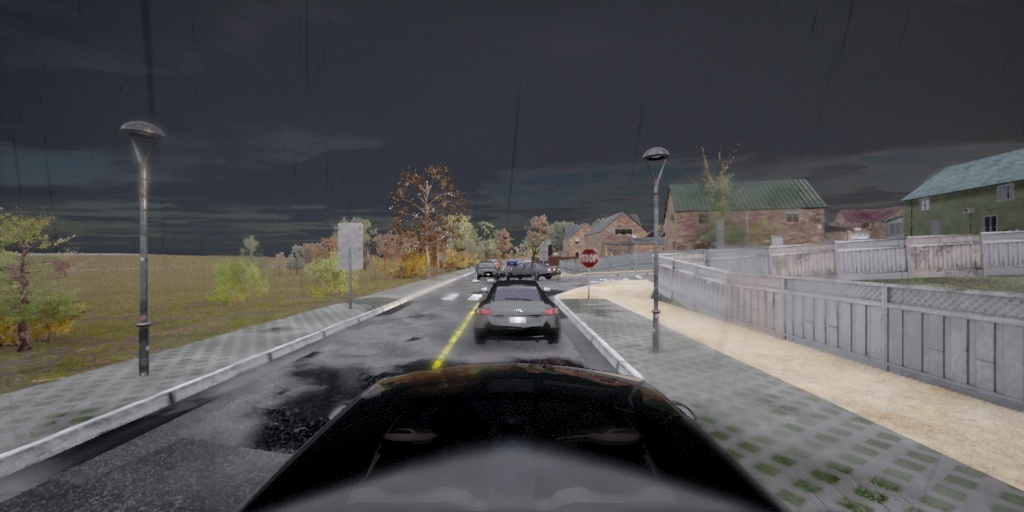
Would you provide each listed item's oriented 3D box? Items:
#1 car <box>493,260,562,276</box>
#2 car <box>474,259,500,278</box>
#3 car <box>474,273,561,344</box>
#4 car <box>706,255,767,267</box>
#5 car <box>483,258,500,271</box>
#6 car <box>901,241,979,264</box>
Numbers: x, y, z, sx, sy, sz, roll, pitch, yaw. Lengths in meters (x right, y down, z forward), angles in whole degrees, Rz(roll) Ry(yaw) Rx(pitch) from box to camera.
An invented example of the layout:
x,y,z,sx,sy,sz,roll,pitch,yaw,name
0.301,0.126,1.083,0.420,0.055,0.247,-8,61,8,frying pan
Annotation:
x,y,z,sx,sy,sz,roll,pitch,yaw,name
1.337,1.197,28.559,5.357,1.411,2.033,-4,-3,43,car
-2.251,1.257,31.470,1.837,1.490,4.892,0,0,-8,car
0.102,1.313,9.544,1.994,1.385,4.181,0,0,-1,car
14.387,0.412,22.935,4.181,1.385,1.994,-3,0,16,car
-2.847,1.119,51.288,2.097,1.767,4.553,0,0,1,car
23.888,-0.209,20.514,4.902,1.511,2.128,-3,0,14,car
